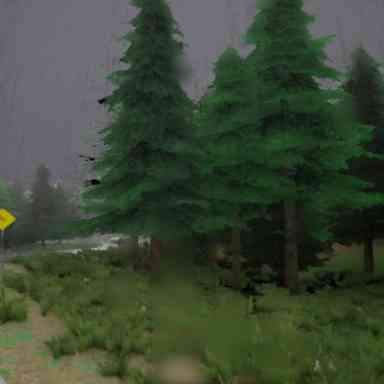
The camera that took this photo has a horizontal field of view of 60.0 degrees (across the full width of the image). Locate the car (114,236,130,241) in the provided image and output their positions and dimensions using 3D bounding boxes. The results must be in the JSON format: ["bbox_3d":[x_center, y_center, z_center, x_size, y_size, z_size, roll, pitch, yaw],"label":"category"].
[{"bbox_3d":[-8.920,6.844,46.508,1.882,1.535,5.008,-1,-7,2],"label":"car"}]

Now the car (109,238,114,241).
[{"bbox_3d":[-13.463,8.488,58.121,1.882,1.535,5.008,-1,-8,-13],"label":"car"}]
